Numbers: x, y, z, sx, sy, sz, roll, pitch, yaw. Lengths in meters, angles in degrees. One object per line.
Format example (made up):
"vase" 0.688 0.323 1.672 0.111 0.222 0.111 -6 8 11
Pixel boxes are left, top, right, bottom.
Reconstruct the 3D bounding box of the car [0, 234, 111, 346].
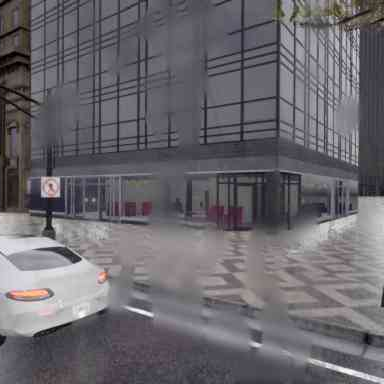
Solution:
"car" -3.487 1.524 6.168 4.674 1.442 1.812 0 0 35
